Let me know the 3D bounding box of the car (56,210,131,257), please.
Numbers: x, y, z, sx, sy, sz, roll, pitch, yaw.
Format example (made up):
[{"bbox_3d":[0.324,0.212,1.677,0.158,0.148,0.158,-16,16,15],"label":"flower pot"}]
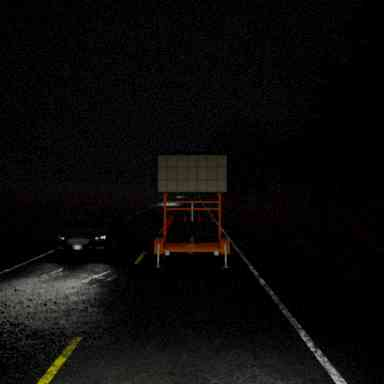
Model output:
[{"bbox_3d":[-3.598,1.465,12.894,2.128,1.511,4.902,0,0,0],"label":"car"}]

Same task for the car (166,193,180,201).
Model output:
[{"bbox_3d":[-3.579,1.089,55.746,2.128,1.511,4.902,0,1,0],"label":"car"}]

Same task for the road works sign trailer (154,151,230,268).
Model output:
[{"bbox_3d":[0.013,0.444,11.212,2.380,3.560,2.880,0,0,1],"label":"road works sign trailer"}]

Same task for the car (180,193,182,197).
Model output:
[{"bbox_3d":[-3.488,0.453,85.896,1.994,1.385,4.181,0,2,0],"label":"car"}]
